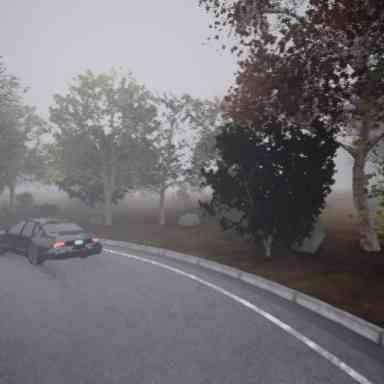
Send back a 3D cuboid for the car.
[{"bbox_3d":[-5.391,1.632,11.958,5.357,1.411,2.033,-1,0,41],"label":"car"}]
